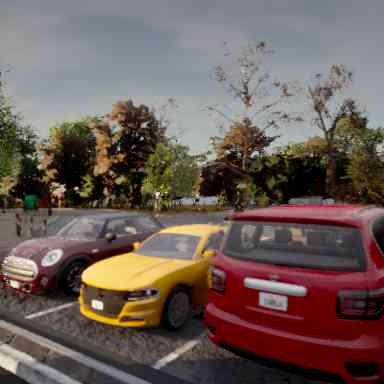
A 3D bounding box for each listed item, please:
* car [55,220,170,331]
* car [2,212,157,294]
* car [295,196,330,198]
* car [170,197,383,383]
[{"bbox_3d":[-0.043,1.488,7.234,2.097,1.535,5.008,-1,0,35],"label":"car"},{"bbox_3d":[-2.519,1.389,8.993,2.185,1.767,4.553,-1,0,35],"label":"car"},{"bbox_3d":[6.245,1.246,17.765,2.435,2.045,5.566,-1,0,35],"label":"car"},{"bbox_3d":[2.362,1.211,5.585,2.435,2.045,5.566,0,0,35],"label":"car"}]
